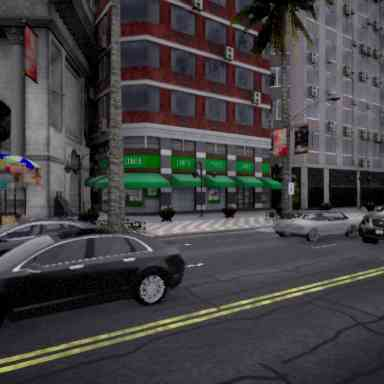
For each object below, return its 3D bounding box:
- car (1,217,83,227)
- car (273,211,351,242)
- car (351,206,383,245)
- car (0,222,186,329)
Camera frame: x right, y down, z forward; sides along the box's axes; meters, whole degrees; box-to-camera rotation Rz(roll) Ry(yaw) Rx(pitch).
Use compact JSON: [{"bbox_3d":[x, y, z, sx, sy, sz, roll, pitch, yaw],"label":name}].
[{"bbox_3d":[-4.533,1.492,9.324,4.902,1.511,2.128,0,0,-33],"label":"car"},{"bbox_3d":[6.221,1.600,16.374,4.718,1.301,1.895,0,0,-33],"label":"car"},{"bbox_3d":[9.645,1.223,14.430,5.566,2.045,2.150,0,0,-32],"label":"car"},{"bbox_3d":[-2.436,1.505,6.518,4.892,1.490,1.837,0,0,-34],"label":"car"}]
